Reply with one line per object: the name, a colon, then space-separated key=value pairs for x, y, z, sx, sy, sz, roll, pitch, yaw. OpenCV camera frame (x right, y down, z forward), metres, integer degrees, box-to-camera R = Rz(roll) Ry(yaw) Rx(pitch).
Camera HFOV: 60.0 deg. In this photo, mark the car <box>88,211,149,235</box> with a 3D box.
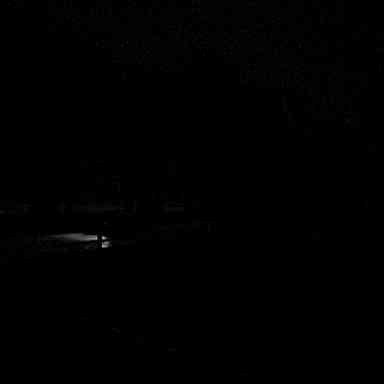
car: x=-4.955 y=2.067 z=23.023 sx=1.812 sy=1.442 sz=4.674 roll=1 pitch=-1 yaw=35
